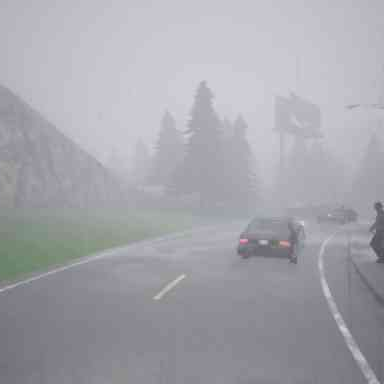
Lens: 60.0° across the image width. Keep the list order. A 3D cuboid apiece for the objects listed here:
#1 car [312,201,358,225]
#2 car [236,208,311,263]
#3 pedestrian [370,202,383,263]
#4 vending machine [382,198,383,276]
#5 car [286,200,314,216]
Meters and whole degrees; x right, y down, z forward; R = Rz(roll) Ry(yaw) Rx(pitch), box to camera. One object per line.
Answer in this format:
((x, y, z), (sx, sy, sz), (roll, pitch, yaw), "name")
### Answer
((10.747, 1.577, 24.483), (1.994, 1.385, 4.181), (1, 0, 40), "car")
((3.045, 1.533, 12.134), (2.033, 1.411, 5.357), (1, 0, 22), "car")
((5.516, 1.158, 9.721), (0.375, 1.860, 0.375), (1, 0, 20), "pedestrian")
((5.633, 1.216, 8.598), (1.100, 2.100, 0.880), (1, 0, 19), "vending machine")
((10.027, 1.502, 29.395), (1.882, 1.535, 5.008), (1, 0, 45), "car")
